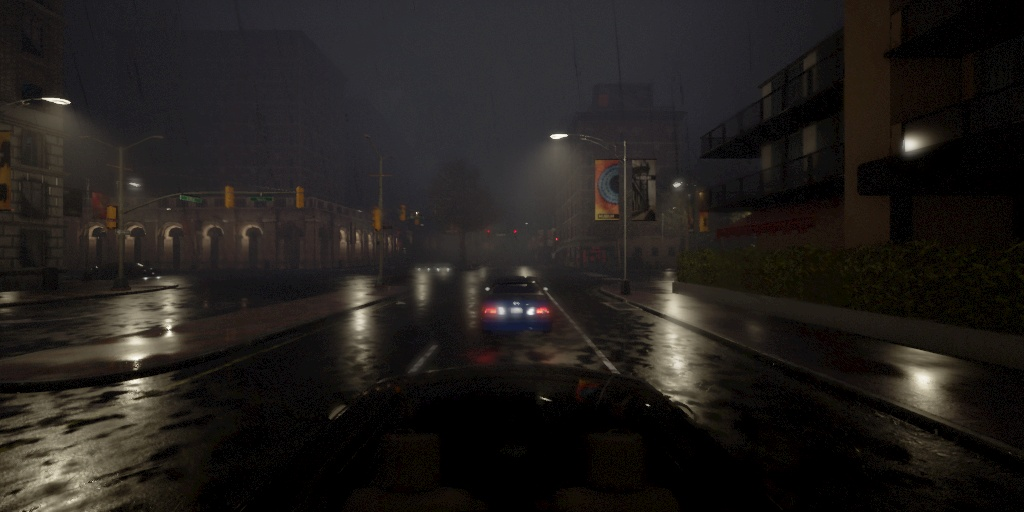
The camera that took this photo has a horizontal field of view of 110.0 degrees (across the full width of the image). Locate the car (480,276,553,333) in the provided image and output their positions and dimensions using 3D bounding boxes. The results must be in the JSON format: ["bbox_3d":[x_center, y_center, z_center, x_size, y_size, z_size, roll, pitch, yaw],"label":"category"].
[{"bbox_3d":[0.146,1.297,10.685,2.033,1.411,5.357,0,0,1],"label":"car"}]

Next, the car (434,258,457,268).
[{"bbox_3d":[-11.049,1.102,59.636,2.097,1.767,4.553,0,0,1],"label":"car"}]

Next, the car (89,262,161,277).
[{"bbox_3d":[-37.185,1.297,34.512,5.357,1.411,2.033,0,0,0],"label":"car"}]

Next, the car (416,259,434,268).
[{"bbox_3d":[-14.516,1.228,61.705,1.882,1.535,5.008,0,0,1],"label":"car"}]
